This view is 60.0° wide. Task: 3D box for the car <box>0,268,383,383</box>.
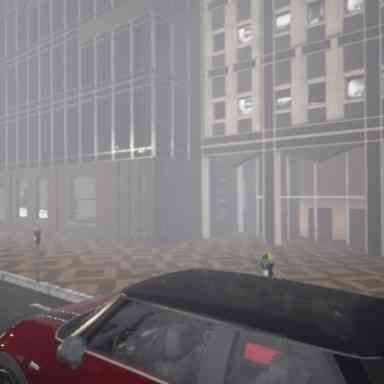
[{"bbox_3d":[-0.080,1.440,2.941,4.097,1.590,1.967,0,0,35],"label":"car"}]
